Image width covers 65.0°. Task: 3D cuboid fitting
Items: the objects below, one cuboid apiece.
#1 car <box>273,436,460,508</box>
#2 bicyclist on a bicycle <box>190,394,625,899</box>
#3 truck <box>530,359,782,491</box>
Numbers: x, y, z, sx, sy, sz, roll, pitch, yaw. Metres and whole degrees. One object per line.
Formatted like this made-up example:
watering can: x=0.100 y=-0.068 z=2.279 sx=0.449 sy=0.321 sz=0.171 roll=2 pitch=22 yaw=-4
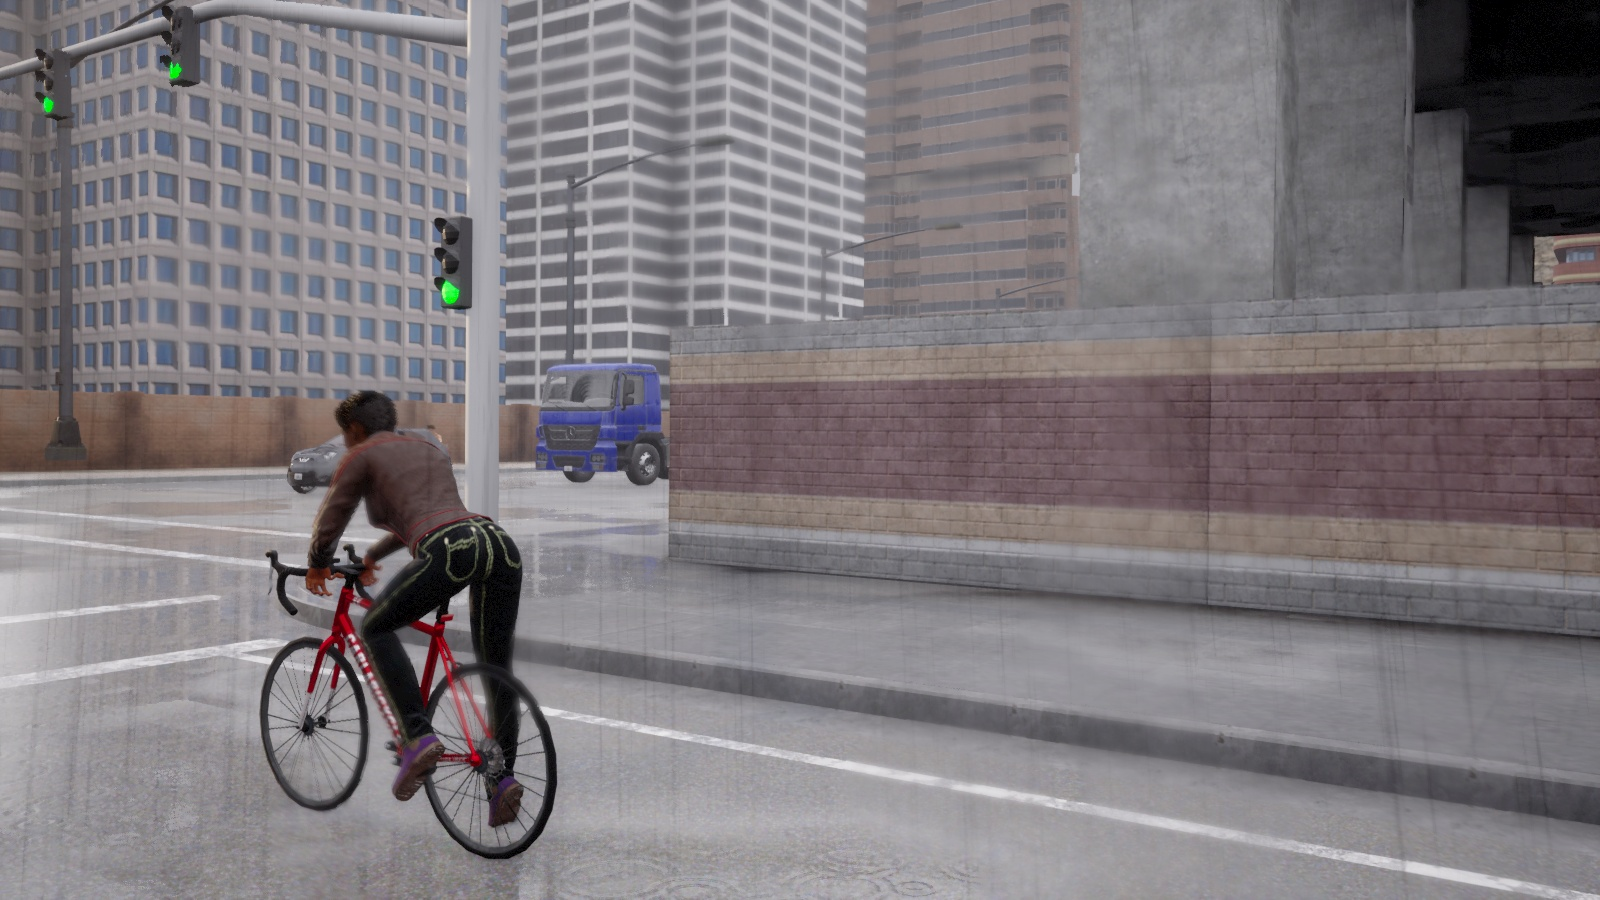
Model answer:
car: x=-9.798 y=0.444 z=28.592 sx=1.845 sy=1.501 sz=3.633 roll=0 pitch=1 yaw=34
bicyclist on a bicycle: x=-1.472 y=0.635 z=4.599 sx=1.656 sy=1.620 sz=0.582 roll=0 pitch=1 yaw=34
truck: x=-4.016 y=-0.721 z=37.134 sx=2.891 sy=3.462 sz=7.936 roll=0 pitch=1 yaw=34
